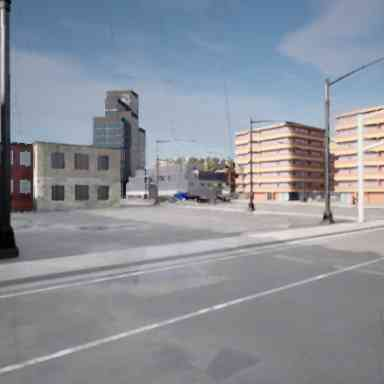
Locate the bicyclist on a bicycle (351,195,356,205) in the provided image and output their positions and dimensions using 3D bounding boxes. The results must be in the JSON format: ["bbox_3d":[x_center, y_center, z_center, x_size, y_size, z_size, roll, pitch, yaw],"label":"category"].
[{"bbox_3d":[26.233,1.364,54.020,1.656,1.620,0.582,0,0,-38],"label":"bicyclist on a bicycle"}]

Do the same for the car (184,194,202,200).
[{"bbox_3d":[0.198,1.212,78.193,1.994,1.385,4.181,0,0,-38],"label":"car"}]

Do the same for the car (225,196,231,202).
[{"bbox_3d":[4.865,1.345,66.452,1.837,1.490,4.892,0,-1,-37],"label":"car"}]

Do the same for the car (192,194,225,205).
[{"bbox_3d":[2.830,1.387,57.429,2.128,1.511,4.902,0,0,-37],"label":"car"}]

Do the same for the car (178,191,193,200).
[{"bbox_3d":[-2.594,0.881,76.082,2.150,2.045,5.566,0,0,-38],"label":"car"}]

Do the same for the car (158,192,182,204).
[{"bbox_3d":[-4.508,1.326,61.274,1.837,1.490,4.892,0,0,-37],"label":"car"}]
